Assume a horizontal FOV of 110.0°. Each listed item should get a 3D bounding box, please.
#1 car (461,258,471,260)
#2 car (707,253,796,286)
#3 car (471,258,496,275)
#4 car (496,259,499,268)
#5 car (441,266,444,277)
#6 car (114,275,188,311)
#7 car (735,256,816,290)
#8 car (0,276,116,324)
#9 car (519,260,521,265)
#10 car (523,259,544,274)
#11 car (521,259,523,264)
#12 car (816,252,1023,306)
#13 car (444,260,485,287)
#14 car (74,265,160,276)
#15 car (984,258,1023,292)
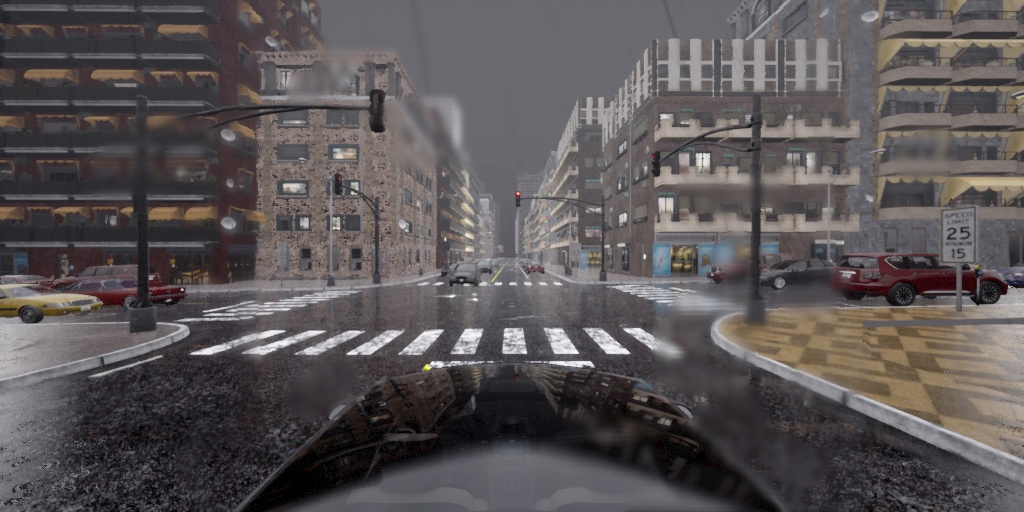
[{"bbox_3d":[-5.774,1.283,40.676,1.751,1.417,4.829,0,0,0],"label":"car"},{"bbox_3d":[14.533,0.759,21.543,5.009,1.841,2.192,0,0,-1],"label":"car"},{"bbox_3d":[-3.181,1.236,40.106,1.882,1.535,5.008,0,0,0],"label":"car"},{"bbox_3d":[-3.191,1.261,60.913,2.128,1.511,4.902,0,0,0],"label":"car"},{"bbox_3d":[-5.762,1.322,35.163,1.948,1.339,4.313,0,0,0],"label":"car"},{"bbox_3d":[-16.979,1.639,15.405,4.718,1.301,1.895,-1,0,-1],"label":"car"},{"bbox_3d":[14.932,0.946,18.956,4.892,1.490,1.837,-1,0,-1],"label":"car"},{"bbox_3d":[-17.654,1.585,12.812,4.829,1.417,1.751,0,0,-1],"label":"car"},{"bbox_3d":[2.570,1.348,57.913,1.802,1.307,4.207,0,0,0],"label":"car"},{"bbox_3d":[2.606,1.198,40.866,1.967,1.591,4.097,0,0,0],"label":"car"},{"bbox_3d":[2.594,1.200,46.548,1.967,1.591,4.097,0,0,0],"label":"car"},{"bbox_3d":[14.686,0.775,13.164,5.009,1.841,2.192,0,0,-1],"label":"car"},{"bbox_3d":[-3.148,1.257,24.689,1.837,1.490,4.892,0,0,0],"label":"car"},{"bbox_3d":[-23.640,1.462,21.095,5.009,1.841,2.192,0,0,-1],"label":"car"},{"bbox_3d":[24.911,0.810,15.876,5.357,1.411,2.033,-1,0,-1],"label":"car"}]
